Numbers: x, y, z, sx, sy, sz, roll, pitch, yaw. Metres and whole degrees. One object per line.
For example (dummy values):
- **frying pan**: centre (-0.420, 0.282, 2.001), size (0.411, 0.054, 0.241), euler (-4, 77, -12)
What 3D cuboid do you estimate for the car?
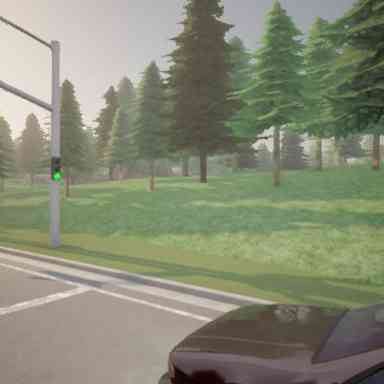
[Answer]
- **car**: centre (2.293, 1.550, 2.356), size (5.357, 1.411, 2.033), euler (0, 0, 36)
